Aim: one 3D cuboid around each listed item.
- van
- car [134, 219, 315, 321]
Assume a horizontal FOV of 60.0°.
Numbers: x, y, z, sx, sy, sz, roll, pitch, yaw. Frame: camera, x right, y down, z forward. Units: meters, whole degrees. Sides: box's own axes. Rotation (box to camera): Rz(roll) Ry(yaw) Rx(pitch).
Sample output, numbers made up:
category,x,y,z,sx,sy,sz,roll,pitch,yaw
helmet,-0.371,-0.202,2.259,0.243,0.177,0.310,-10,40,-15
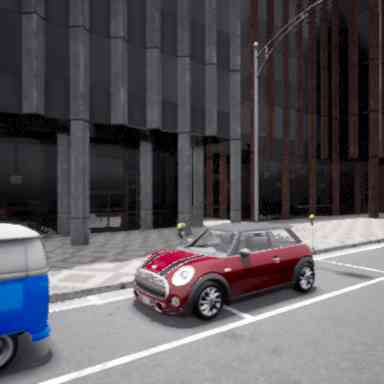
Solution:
category,x,y,z,sx,sy,sz,roll,pitch,yaw
van,-3.798,1.342,3.943,3.998,1.788,1.690,0,0,-35
car,0.791,1.438,7.216,4.097,1.590,1.967,0,0,-35
